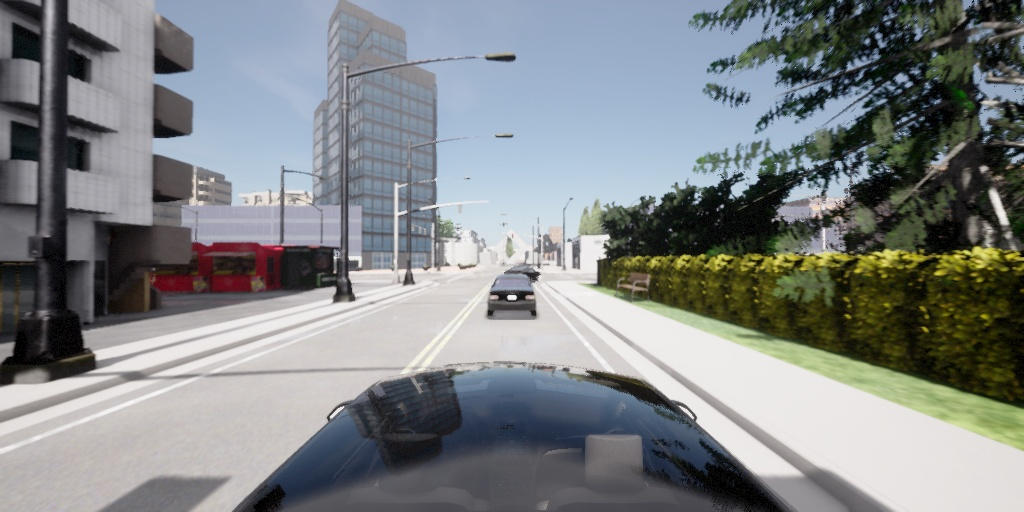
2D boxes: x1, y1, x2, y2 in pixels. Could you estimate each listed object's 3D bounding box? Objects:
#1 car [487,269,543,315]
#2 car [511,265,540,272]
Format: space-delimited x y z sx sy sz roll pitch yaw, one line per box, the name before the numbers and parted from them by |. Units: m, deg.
car | 0.006 1.437 14.342 2.033 1.411 5.357 0 -1 0
car | 1.053 1.550 30.766 1.882 1.535 5.008 -1 -1 23
